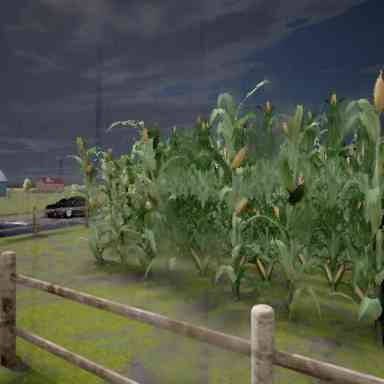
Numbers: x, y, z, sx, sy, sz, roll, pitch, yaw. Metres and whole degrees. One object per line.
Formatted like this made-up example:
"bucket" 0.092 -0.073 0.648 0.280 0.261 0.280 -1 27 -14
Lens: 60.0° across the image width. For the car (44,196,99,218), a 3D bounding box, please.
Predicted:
"car" -9.328 1.106 26.125 1.837 1.490 4.892 1 2 22
